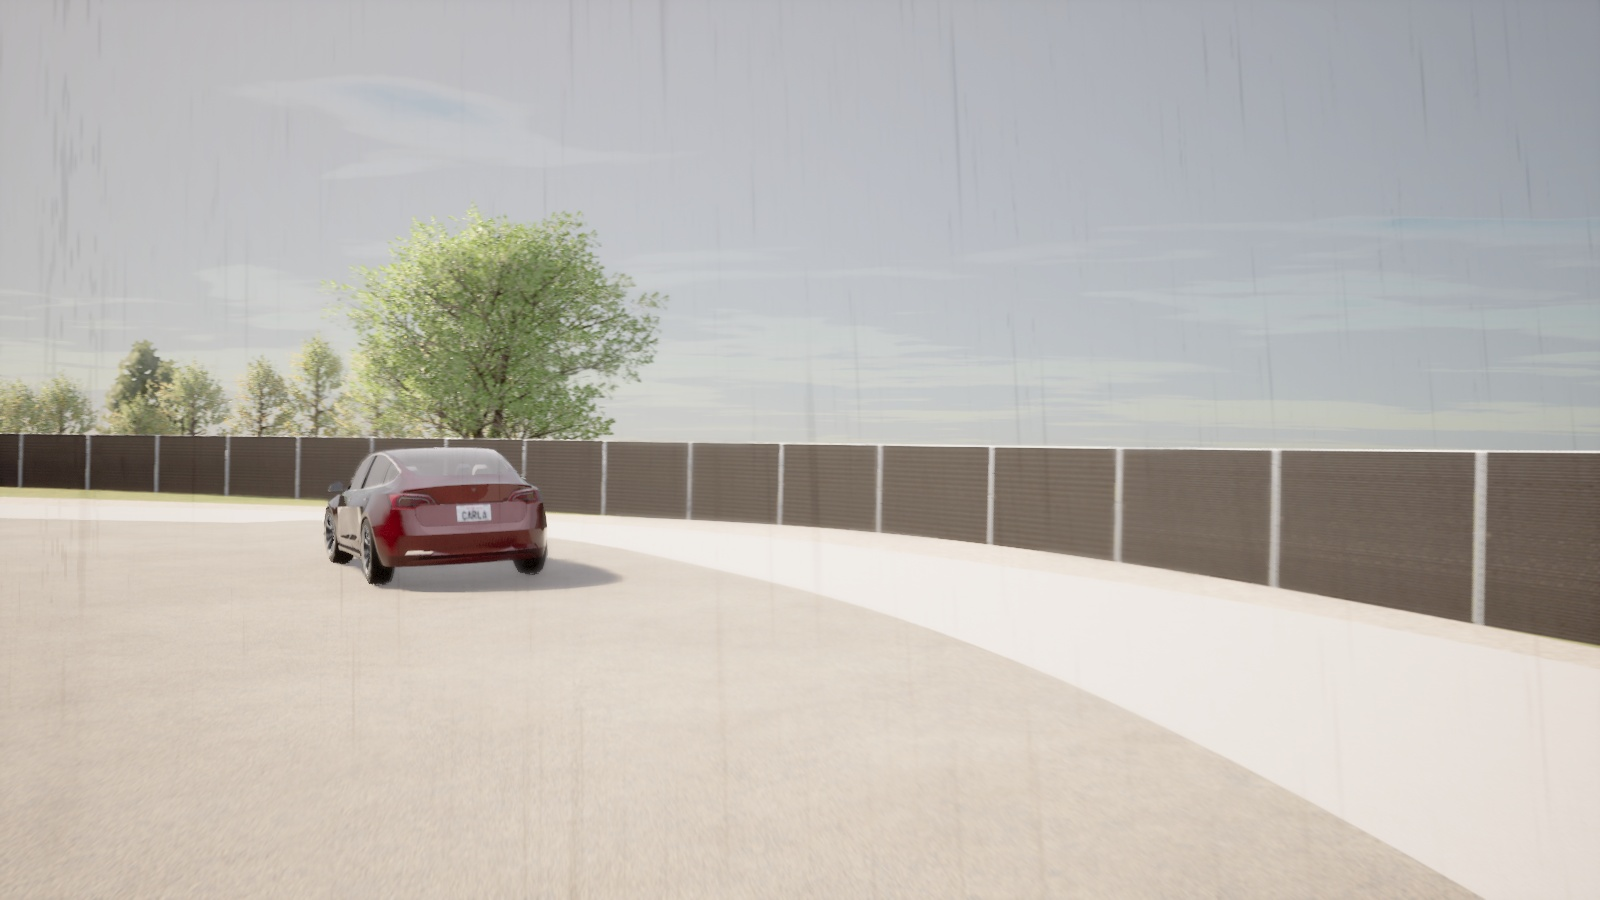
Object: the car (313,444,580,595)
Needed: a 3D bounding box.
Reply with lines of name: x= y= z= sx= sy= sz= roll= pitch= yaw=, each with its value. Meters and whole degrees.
car: x=-4.504 y=0.700 z=15.387 sx=2.163 sy=1.488 sz=4.792 roll=-2 pitch=1 yaw=-28
